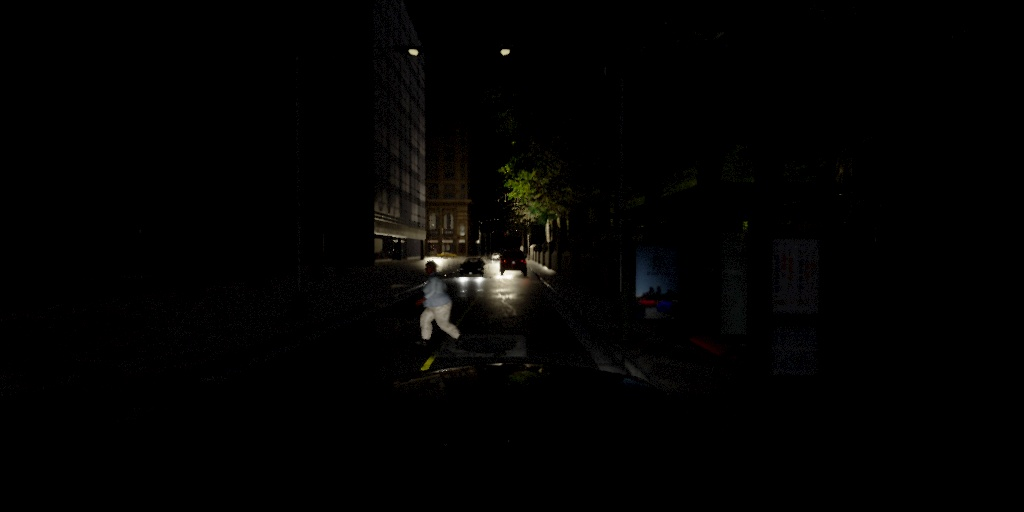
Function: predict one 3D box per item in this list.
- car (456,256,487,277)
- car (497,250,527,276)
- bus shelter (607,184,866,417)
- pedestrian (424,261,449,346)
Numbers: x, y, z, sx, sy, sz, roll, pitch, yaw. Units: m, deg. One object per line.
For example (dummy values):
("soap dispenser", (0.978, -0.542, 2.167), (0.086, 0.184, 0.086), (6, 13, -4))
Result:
("car", (-3.094, 0.867, 29.362), (2.033, 1.411, 5.357), (0, 1, 0))
("car", (0.105, 0.529, 30.285), (2.150, 2.045, 5.566), (0, 1, 0))
("bus shelter", (3.136, 0.557, 6.112), (1.920, 2.740, 3.880), (0, 0, 0))
("pedestrian", (-1.568, 0.956, 7.402), (0.375, 1.860, 0.375), (0, 1, -15))
